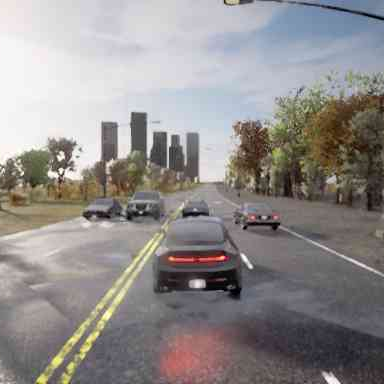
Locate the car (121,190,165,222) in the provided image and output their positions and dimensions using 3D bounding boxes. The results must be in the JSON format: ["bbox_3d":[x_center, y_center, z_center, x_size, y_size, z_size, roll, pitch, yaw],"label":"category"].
[{"bbox_3d":[-3.164,0.889,23.574,2.150,2.045,5.566,0,1,1],"label":"car"}]

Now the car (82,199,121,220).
[{"bbox_3d":[-6.404,1.197,24.605,2.033,1.411,5.357,0,1,1],"label":"car"}]

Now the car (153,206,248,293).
[{"bbox_3d":[0.120,1.375,8.497,1.837,1.490,4.892,-1,1,1],"label":"car"}]

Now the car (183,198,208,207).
[{"bbox_3d":[0.297,1.182,25.686,1.994,1.385,4.181,-1,1,2],"label":"car"}]

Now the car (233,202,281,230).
[{"bbox_3d":[3.505,1.271,18.725,2.033,1.411,5.357,0,0,0],"label":"car"}]
